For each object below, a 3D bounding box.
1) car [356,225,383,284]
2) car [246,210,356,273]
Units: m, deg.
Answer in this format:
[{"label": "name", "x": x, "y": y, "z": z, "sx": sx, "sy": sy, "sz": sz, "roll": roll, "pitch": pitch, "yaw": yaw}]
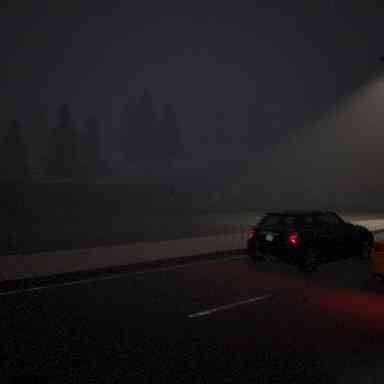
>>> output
[{"label": "car", "x": 6.409, "y": 1.477, "z": 8.317, "sx": 5.008, "sy": 1.535, "sz": 1.882, "roll": 0, "pitch": 0, "yaw": -36}, {"label": "car", "x": 3.967, "y": 1.353, "z": 10.874, "sx": 4.553, "sy": 1.767, "sz": 2.097, "roll": 0, "pitch": 0, "yaw": -36}]
